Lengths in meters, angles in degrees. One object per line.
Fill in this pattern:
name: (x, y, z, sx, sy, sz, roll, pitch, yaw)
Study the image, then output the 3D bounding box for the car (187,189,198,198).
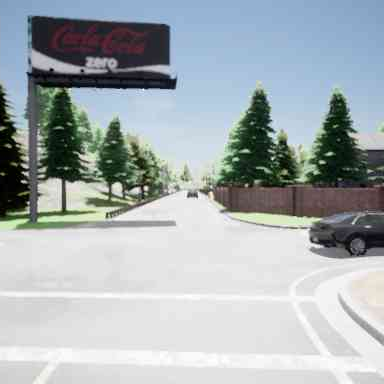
car: (0.106, 0.277, 66.188, 2.097, 1.767, 4.553, 0, 1, 0)

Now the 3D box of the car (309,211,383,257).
car: (6.912, 1.480, 12.574, 4.892, 1.490, 1.837, 0, -2, -10)
